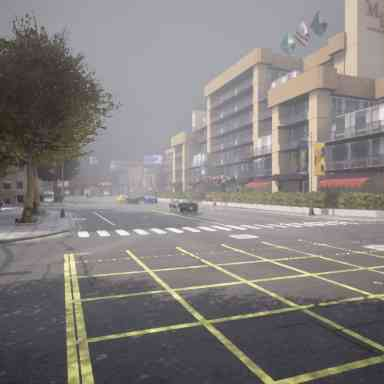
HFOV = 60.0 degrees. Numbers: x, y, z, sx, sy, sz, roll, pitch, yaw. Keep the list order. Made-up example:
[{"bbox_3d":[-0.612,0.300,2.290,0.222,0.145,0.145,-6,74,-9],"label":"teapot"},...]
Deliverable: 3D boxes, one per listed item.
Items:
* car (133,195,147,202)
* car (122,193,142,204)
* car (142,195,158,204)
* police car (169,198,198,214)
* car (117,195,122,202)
[{"bbox_3d":[-11.243,1.382,71.504,1.837,1.490,4.892,0,0,-21],"label":"car"},{"bbox_3d":[-11.177,1.505,61.714,1.837,1.490,4.892,0,0,-21],"label":"car"},{"bbox_3d":[-7.917,1.478,62.987,1.882,1.535,5.008,0,0,-21],"label":"car"},{"bbox_3d":[-1.024,1.425,35.710,1.930,1.638,5.238,0,0,-21],"label":"police car"},{"bbox_3d":[-14.500,1.360,70.225,1.882,1.535,5.008,0,0,-21],"label":"car"}]
